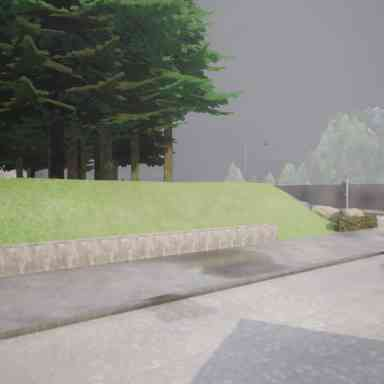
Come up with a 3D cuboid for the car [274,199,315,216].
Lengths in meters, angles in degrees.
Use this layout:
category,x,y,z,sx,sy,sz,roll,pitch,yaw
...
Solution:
category,x,y,z,sx,sy,sz,roll,pitch,yaw
car,10.534,1.477,33.259,1.882,1.535,5.008,0,0,-35
